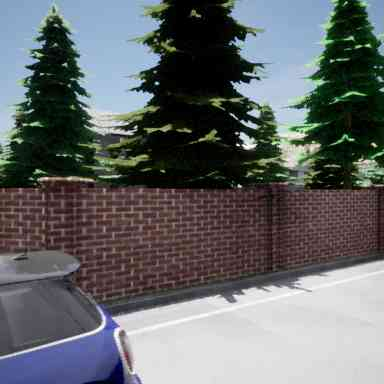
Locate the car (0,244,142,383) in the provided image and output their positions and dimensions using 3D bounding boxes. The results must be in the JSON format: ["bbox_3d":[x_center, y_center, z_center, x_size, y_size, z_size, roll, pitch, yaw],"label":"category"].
[{"bbox_3d":[-2.679,1.352,2.211,4.553,1.767,2.097,0,0,-33],"label":"car"}]
